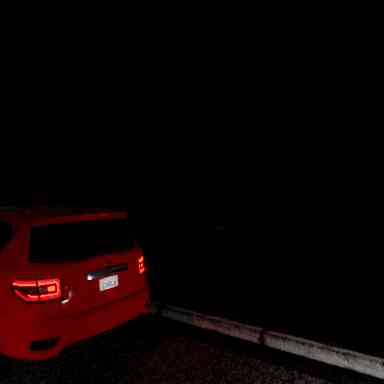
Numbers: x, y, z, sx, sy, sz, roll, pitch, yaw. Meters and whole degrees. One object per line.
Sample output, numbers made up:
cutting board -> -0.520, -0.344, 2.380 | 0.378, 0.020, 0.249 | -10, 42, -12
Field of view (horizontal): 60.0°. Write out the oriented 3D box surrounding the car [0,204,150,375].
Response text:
car -> -3.237, 1.229, 5.686 | 5.566, 2.045, 2.150 | 0, 0, 35
